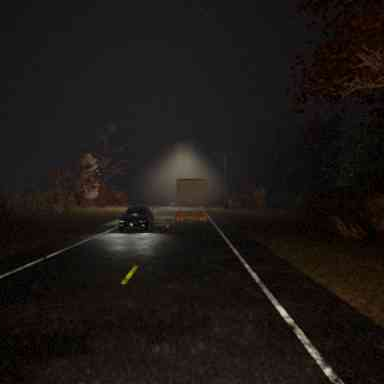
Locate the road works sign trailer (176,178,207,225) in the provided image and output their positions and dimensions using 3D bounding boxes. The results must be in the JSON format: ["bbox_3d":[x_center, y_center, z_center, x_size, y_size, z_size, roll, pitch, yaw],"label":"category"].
[{"bbox_3d":[-0.022,0.719,26.164,2.380,3.560,2.880,0,-1,0],"label":"road works sign trailer"}]

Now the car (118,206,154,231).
[{"bbox_3d":[-3.618,1.722,22.265,1.837,1.490,4.892,0,-1,0],"label":"car"}]

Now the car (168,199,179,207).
[{"bbox_3d":[-3.564,2.160,64.783,1.812,1.442,4.674,0,0,0],"label":"car"}]
